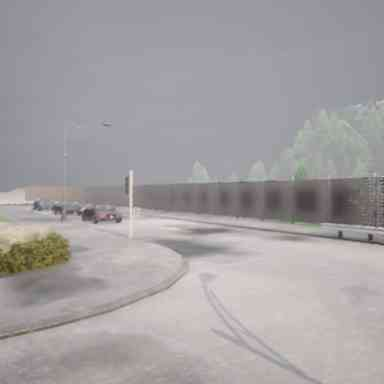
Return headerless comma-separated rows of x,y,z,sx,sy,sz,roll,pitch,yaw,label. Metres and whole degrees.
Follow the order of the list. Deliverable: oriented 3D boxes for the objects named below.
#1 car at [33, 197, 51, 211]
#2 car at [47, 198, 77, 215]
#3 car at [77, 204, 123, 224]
-17.930,1.395,40.685,2.097,1.767,4.553,0,0,-36,car
-12.303,1.591,32.809,2.033,1.411,5.357,0,0,-36,car
-6.854,1.608,25.167,1.994,1.385,4.181,0,0,-36,car
